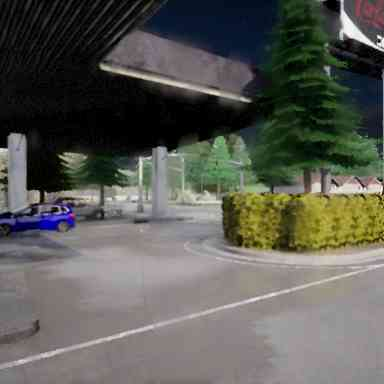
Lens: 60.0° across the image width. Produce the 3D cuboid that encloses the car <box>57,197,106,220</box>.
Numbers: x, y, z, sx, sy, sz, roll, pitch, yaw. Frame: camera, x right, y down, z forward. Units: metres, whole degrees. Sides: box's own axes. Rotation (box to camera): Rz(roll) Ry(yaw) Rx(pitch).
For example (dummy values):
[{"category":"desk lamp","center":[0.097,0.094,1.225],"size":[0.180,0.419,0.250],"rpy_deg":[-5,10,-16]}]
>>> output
[{"category":"car","center":[-8.772,1.316,25.760],"size":[3.866,1.878,1.905],"rpy_deg":[0,0,-36]}]

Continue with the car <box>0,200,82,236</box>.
[{"category":"car","center":[-8.972,1.482,18.631],"size":[4.611,1.667,2.242],"rpy_deg":[0,0,-36]}]
